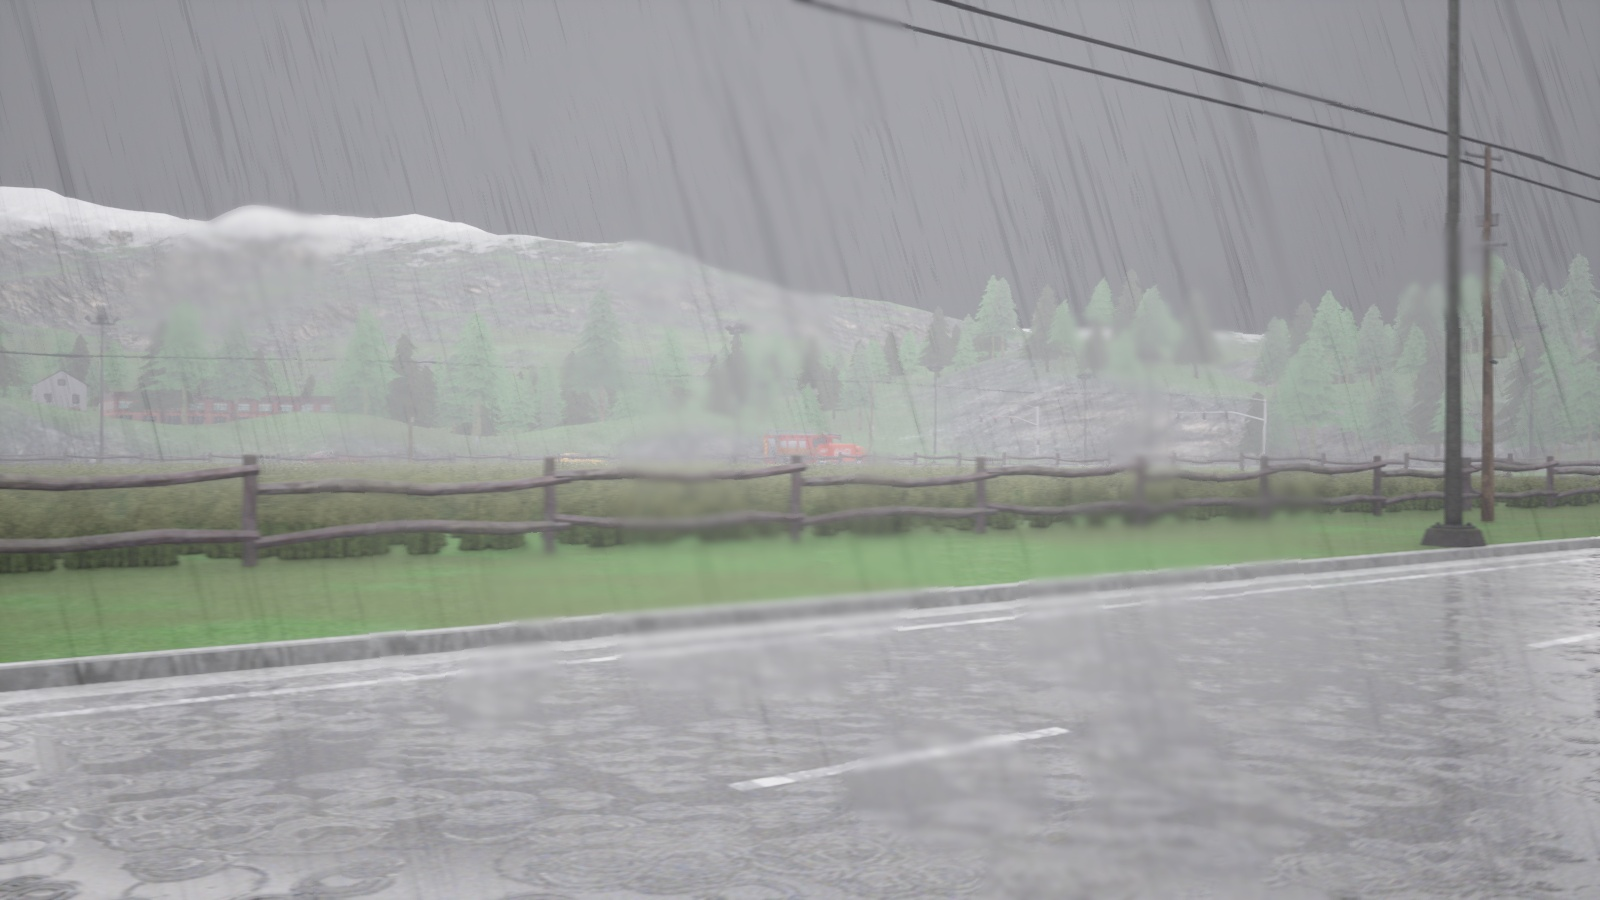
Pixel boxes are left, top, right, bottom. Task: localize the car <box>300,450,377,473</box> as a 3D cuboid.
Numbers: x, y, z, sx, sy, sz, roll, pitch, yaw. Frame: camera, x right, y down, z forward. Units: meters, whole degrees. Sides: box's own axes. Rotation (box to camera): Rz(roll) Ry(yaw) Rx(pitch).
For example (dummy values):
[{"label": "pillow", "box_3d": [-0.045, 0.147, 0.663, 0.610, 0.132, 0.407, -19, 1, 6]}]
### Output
[{"label": "car", "box_3d": [-34.254, 0.825, 93.224, 5.027, 1.651, 2.152, 0, 0, -35]}]
